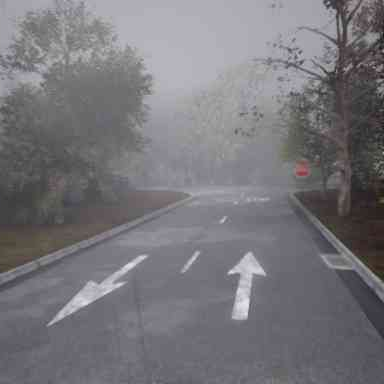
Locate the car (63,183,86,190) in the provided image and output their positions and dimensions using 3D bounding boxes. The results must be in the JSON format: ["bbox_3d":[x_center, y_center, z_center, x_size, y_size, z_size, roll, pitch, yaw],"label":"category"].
[{"bbox_3d":[-15.250,-0.948,40.386,5.008,1.535,1.882,0,3,12],"label":"car"}]

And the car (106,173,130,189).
[{"bbox_3d":[-10.846,-1.427,43.032,5.566,2.045,2.150,0,3,11],"label":"car"}]
